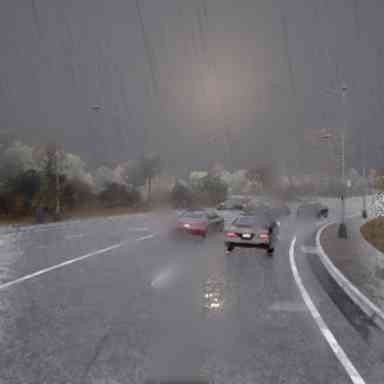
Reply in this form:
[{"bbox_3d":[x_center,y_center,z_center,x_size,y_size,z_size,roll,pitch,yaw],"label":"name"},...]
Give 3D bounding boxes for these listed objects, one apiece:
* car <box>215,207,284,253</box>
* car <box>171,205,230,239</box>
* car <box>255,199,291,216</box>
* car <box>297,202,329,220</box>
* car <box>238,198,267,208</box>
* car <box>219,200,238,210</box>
[{"bbox_3d":[2.685,1.618,14.254,2.033,1.411,5.357,0,0,17],"label":"car"},{"bbox_3d":[0.452,1.619,17.998,1.994,1.385,4.181,1,0,20],"label":"car"},{"bbox_3d":[8.120,1.679,32.243,1.812,1.442,4.674,1,0,34],"label":"car"},{"bbox_3d":[11.114,1.693,30.417,2.128,1.511,4.902,1,0,35],"label":"car"},{"bbox_3d":[7.537,1.483,37.786,2.097,1.767,4.553,1,0,37],"label":"car"},{"bbox_3d":[4.723,1.647,39.873,1.994,1.385,4.181,1,0,37],"label":"car"}]
